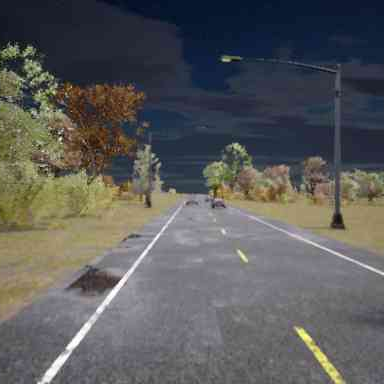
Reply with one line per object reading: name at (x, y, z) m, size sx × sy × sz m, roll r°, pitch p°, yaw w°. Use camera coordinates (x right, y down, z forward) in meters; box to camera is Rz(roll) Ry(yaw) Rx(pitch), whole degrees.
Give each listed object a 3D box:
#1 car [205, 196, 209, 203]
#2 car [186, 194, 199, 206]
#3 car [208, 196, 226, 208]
car at (3.637, 1.512, 70.050) m, size 2.033 × 1.411 × 5.357 m, roll 0°, pitch 0°, yaw 0°
car at (0.056, 1.325, 55.600) m, size 2.097 × 1.767 × 4.553 m, roll 0°, pitch 0°, yaw 1°
car at (3.689, 1.509, 47.659) m, size 1.812 × 1.442 × 4.674 m, roll 0°, pitch 0°, yaw 0°
